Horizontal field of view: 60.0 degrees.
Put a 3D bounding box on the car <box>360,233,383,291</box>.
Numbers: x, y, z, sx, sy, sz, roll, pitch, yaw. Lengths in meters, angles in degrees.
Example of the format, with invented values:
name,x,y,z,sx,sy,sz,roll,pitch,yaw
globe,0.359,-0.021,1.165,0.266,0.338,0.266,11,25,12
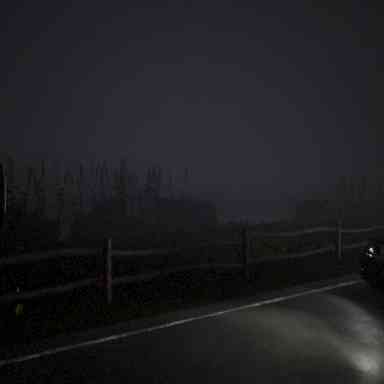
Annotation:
name,x,y,z,sx,sy,sz,roll,pitch,yaw
car,6.354,1.219,7.751,5.566,2.045,2.150,0,0,-31
